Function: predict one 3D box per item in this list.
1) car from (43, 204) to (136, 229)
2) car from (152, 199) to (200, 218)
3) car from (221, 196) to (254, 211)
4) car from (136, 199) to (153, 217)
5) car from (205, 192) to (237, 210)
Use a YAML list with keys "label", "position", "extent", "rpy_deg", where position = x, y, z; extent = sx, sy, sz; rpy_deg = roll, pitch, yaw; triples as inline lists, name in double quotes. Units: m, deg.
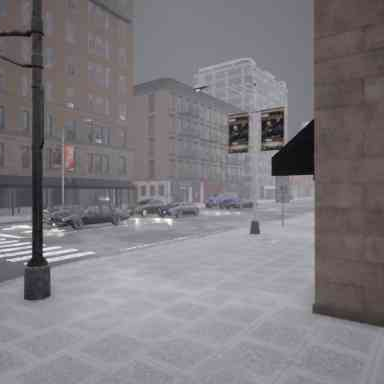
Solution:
- label: "car"
  position: [-6.449, 1.489, 21.417]
  extent: [2.033, 1.411, 5.357]
  rpy_deg: [0, 0, 35]
- label: "car"
  position: [-1.115, 1.467, 28.961]
  extent: [1.994, 1.385, 4.181]
  rpy_deg: [0, 0, 35]
- label: "car"
  position: [5.637, 1.454, 38.462]
  extent: [1.895, 1.301, 4.718]
  rpy_deg: [0, 0, 36]
- label: "car"
  position: [-3.967, 1.416, 30.542]
  extent: [1.837, 1.490, 4.892]
  rpy_deg: [0, 0, 35]
- label: "car"
  position: [3.801, 1.078, 41.490]
  extent: [2.150, 2.045, 5.566]
  rpy_deg: [0, 0, 35]
